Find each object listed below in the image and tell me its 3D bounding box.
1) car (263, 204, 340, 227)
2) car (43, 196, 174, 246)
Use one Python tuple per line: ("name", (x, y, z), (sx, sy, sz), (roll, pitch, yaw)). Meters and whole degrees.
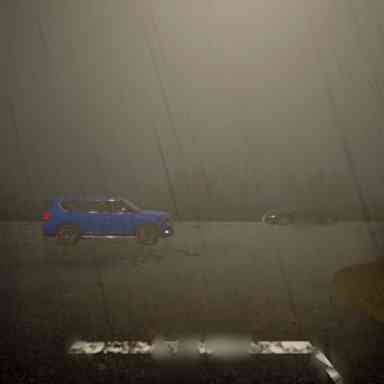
("car", (7.190, 1.553, 21.989), (4.902, 1.511, 2.128), (0, 0, -2))
("car", (-3.593, 1.216, 14.715), (5.566, 2.045, 2.150), (0, 0, -1))
